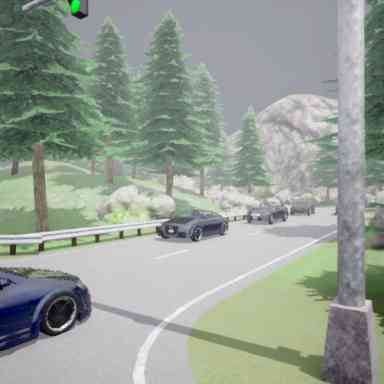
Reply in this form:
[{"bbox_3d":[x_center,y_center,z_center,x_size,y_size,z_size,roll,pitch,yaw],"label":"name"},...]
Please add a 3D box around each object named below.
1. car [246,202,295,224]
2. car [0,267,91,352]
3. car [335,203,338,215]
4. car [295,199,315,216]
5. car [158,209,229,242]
[{"bbox_3d":[5.729,1.512,24.967,2.128,1.511,4.902,0,0,34],"label":"car"},{"bbox_3d":[-3.560,1.632,4.747,1.994,1.385,4.181,0,-1,34],"label":"car"},{"bbox_3d":[15.755,1.570,34.091,2.128,1.511,4.902,0,0,26],"label":"car"},{"bbox_3d":[11.223,1.526,33.581,1.837,1.490,4.892,0,0,27],"label":"car"},{"bbox_3d":[0.169,1.584,16.721,1.994,1.385,4.181,0,0,34],"label":"car"}]
